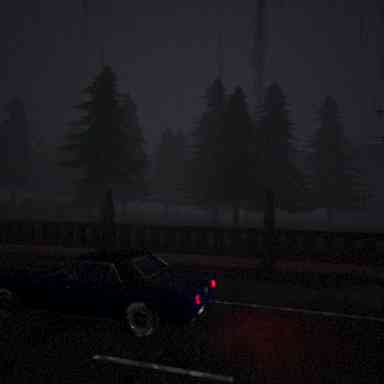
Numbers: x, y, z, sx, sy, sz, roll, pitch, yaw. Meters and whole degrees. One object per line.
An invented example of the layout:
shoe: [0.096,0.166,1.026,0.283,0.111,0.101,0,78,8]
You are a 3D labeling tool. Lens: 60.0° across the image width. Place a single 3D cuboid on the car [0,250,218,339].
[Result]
car: [-1.941,1.894,6.921,4.718,1.301,1.895,0,-3,16]
